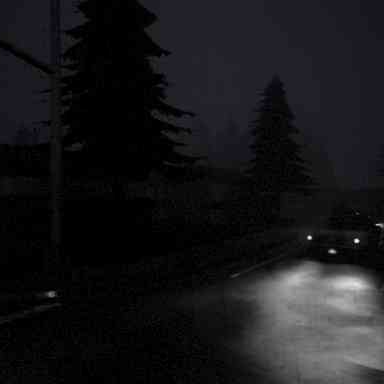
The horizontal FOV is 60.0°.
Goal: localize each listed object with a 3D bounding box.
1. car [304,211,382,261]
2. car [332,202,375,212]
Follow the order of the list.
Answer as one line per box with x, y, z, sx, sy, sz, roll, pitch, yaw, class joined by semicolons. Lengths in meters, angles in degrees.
5.798;1.610;12.518;1.895;1.301;4.718;-1;0;36;car
12.672;1.551;26.275;1.812;1.442;4.674;0;0;-1;car
